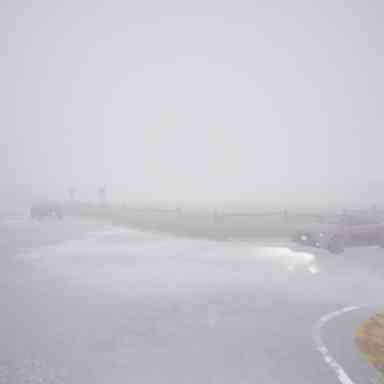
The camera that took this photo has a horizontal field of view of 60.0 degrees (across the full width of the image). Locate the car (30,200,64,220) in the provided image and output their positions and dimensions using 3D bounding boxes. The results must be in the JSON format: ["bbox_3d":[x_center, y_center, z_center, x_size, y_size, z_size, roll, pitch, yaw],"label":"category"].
[{"bbox_3d":[-12.115,1.451,27.700,1.837,1.490,4.892,0,0,-36],"label":"car"}]

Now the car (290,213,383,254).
[{"bbox_3d":[6.096,1.566,13.485,4.181,1.385,1.994,0,0,-23],"label":"car"}]
